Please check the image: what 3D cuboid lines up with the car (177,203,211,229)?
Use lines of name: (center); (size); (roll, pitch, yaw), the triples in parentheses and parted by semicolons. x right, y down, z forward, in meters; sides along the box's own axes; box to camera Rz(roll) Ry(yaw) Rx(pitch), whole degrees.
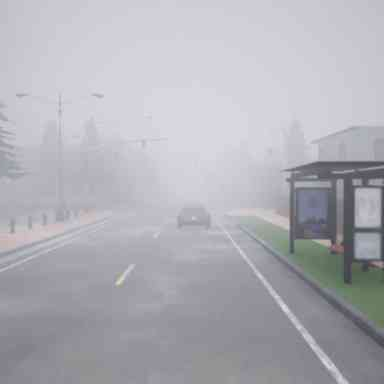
car: (0.106, 1.370, 20.236); (1.994, 1.385, 4.181); (0, 1, 0)
